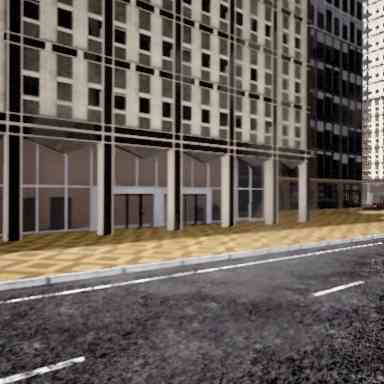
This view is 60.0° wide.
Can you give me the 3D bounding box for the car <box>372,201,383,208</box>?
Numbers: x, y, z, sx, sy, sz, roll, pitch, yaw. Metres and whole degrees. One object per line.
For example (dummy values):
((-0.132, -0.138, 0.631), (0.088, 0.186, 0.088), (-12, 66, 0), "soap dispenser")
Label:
((34.094, 2.164, 58.522), (1.887, 1.381, 4.507), (1, 0, -34), "car")
